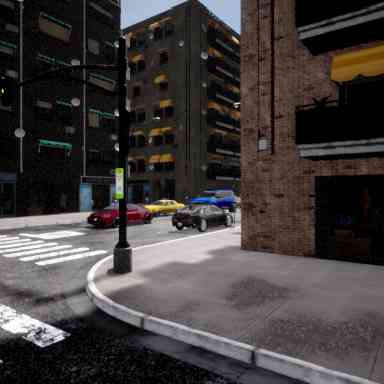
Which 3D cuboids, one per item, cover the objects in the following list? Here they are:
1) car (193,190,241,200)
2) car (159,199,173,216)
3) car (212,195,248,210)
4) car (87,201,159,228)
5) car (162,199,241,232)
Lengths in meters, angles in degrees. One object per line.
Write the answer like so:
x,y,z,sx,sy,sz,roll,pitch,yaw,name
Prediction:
1.877,0.893,29.113,2.150,2.045,5.566,0,1,36,car
-2.455,1.252,27.347,1.752,1.417,4.829,1,1,36,car
4.235,1.111,36.505,1.752,1.417,4.829,1,1,36,car
-4.346,1.368,20.600,1.994,1.385,4.181,0,1,36,car
0.680,1.333,18.282,2.008,1.369,4.403,1,1,36,car
